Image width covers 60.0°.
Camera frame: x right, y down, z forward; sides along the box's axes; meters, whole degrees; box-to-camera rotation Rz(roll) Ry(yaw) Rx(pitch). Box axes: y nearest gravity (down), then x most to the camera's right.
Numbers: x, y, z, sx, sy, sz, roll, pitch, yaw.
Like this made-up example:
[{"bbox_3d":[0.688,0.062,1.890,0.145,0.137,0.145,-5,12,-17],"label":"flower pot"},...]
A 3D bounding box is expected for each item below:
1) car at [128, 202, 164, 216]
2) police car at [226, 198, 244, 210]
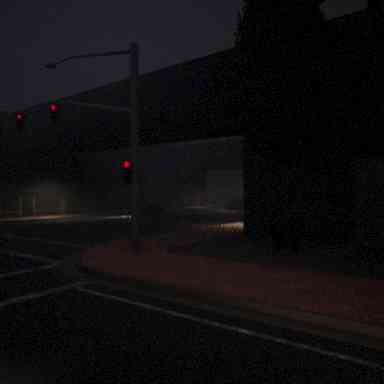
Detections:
[{"bbox_3d":[-4.920,1.765,35.799,1.994,1.385,4.181,-1,0,36],"label":"car"},{"bbox_3d":[6.385,1.676,45.356,2.038,1.542,4.974,-1,0,36],"label":"police car"}]
